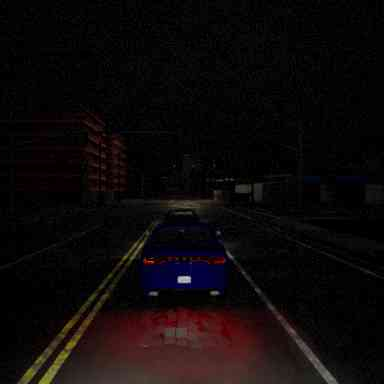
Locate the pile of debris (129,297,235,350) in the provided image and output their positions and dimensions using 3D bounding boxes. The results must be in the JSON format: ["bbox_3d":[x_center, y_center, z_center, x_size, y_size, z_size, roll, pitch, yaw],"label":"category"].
[{"bbox_3d":[-0.175,2.174,5.675,1.500,0.140,1.860,0,0,-2],"label":"pile of debris"}]

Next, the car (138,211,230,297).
[{"bbox_3d":[-0.216,1.476,8.646,1.882,1.535,5.008,0,0,-2],"label":"car"}]
